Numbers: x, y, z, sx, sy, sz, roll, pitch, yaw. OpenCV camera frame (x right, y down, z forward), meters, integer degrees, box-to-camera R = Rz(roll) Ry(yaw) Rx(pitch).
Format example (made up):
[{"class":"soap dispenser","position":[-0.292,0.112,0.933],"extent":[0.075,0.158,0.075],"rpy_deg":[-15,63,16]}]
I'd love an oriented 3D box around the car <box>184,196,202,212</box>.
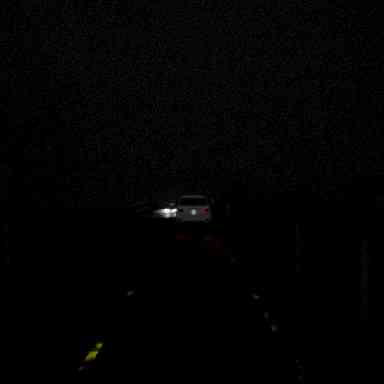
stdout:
[{"class":"car","position":[0.093,1.398,40.990],"extent":[2.097,1.767,4.553],"rpy_deg":[0,0,0]}]

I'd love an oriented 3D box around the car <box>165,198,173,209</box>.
[{"class":"car","position":[-2.758,1.547,47.152],"extent":[2.128,1.511,4.902],"rpy_deg":[0,0,0]}]

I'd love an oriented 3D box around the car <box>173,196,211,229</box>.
[{"class":"car","position":[0.097,1.242,22.115],"extent":[2.150,2.045,5.566],"rpy_deg":[0,0,0]}]
